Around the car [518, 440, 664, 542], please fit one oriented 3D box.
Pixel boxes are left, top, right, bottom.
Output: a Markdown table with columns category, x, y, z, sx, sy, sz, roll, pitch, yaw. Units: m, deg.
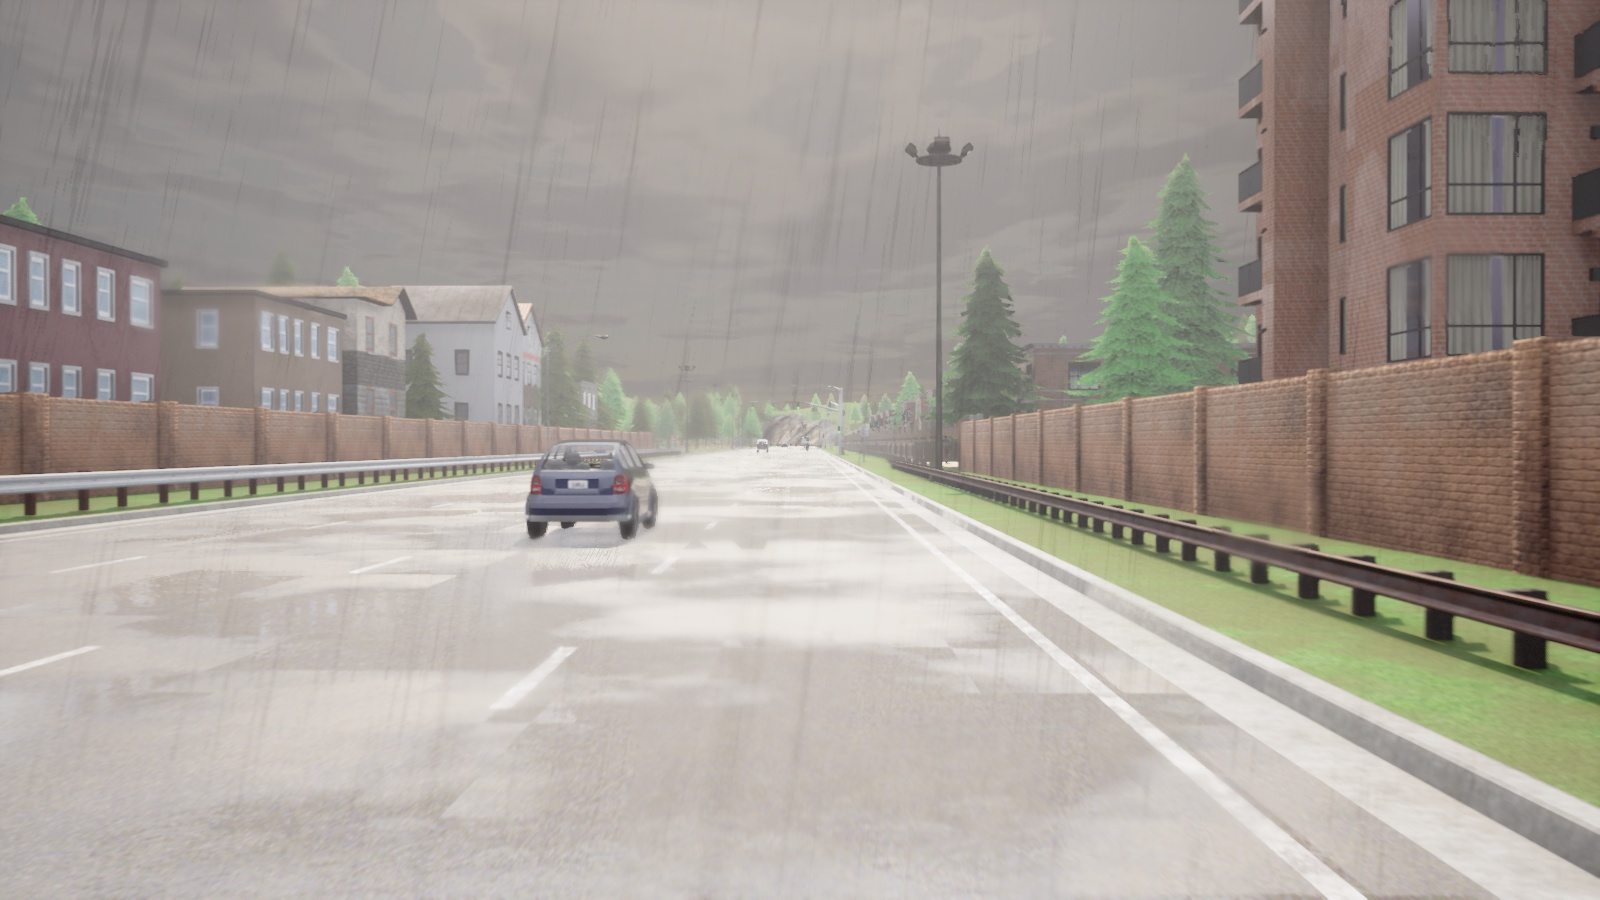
| category | x | y | z | sx | sy | sz | roll | pitch | yaw |
| --- | --- | --- | --- | --- | --- | --- | --- | --- | --- |
| car | -3.366 | 0.605 | 20.864 | 1.789 | 1.549 | 3.705 | 0 | 0 | 0 |
